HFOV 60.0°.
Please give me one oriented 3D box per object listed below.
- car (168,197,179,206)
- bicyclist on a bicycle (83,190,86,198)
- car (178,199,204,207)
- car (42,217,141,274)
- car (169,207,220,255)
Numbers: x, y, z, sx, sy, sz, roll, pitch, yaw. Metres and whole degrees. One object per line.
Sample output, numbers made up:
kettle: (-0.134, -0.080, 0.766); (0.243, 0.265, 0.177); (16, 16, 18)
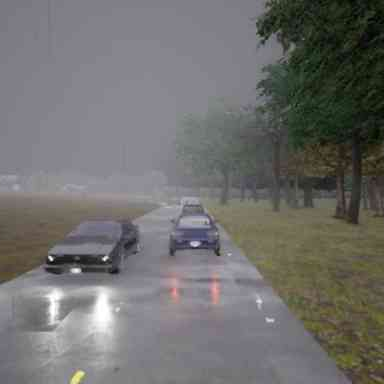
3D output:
car: (-2.765, 1.517, 53.661); (1.812, 1.442, 4.674); (0, 0, 0)
bicyclist on a bicycle: (-22.663, 0.436, 70.083); (0.582, 1.620, 1.656); (2, 0, 0)
car: (0.092, 1.497, 29.835); (2.128, 1.511, 4.902); (0, 0, 0)
car: (-2.853, 1.559, 10.846); (2.033, 1.411, 5.357); (0, 0, 0)
car: (0.097, 1.538, 13.257); (1.812, 1.442, 4.674); (0, 0, 0)
